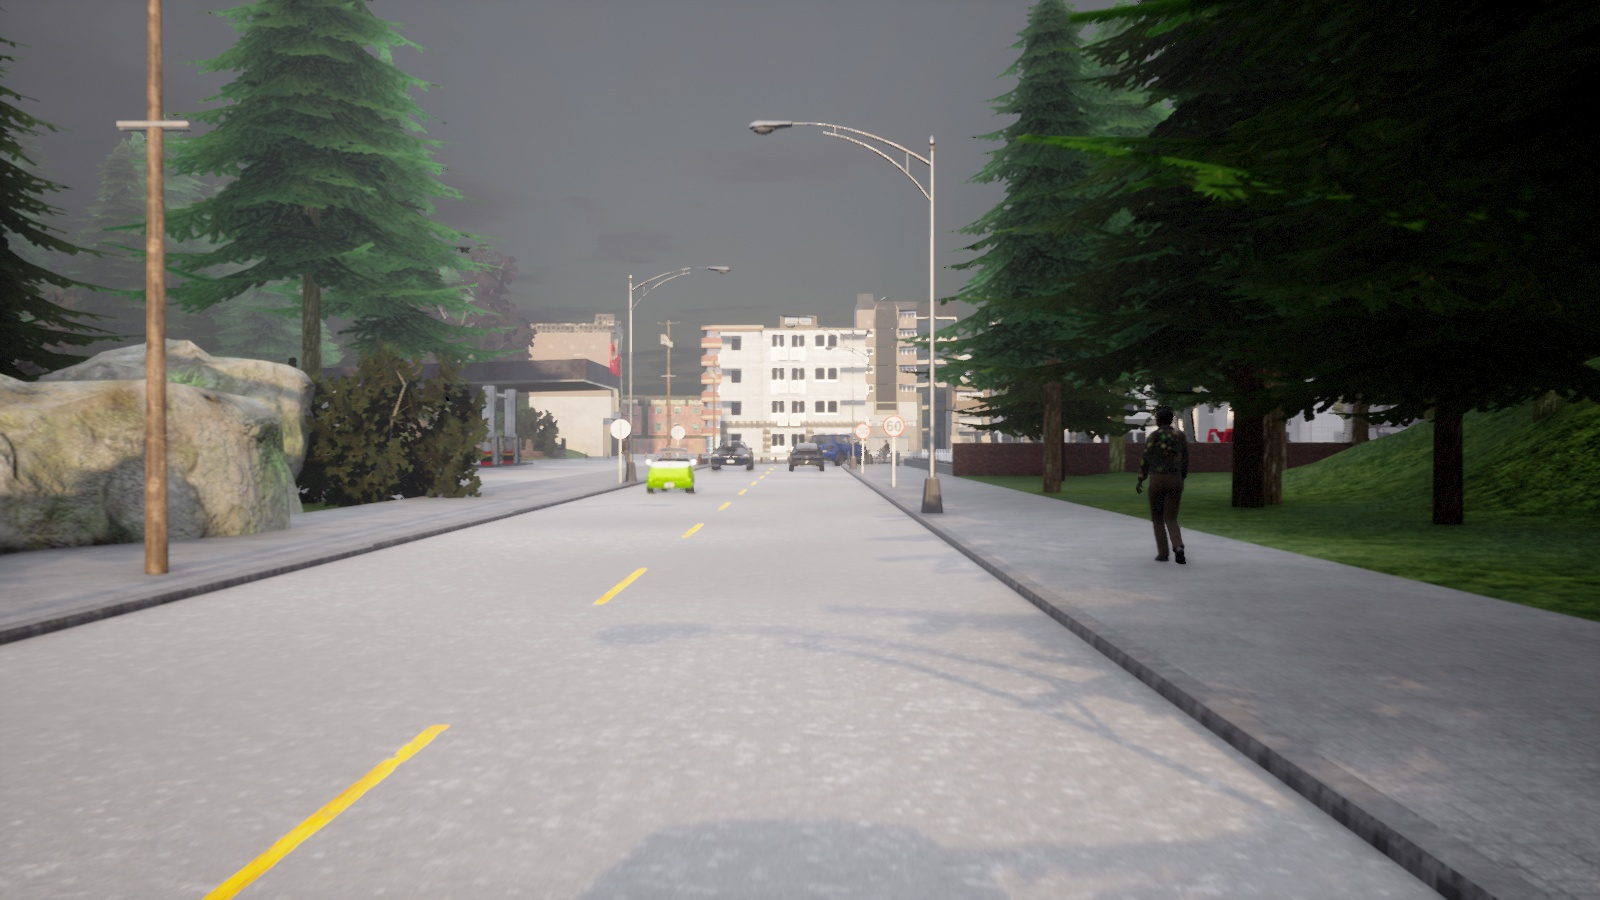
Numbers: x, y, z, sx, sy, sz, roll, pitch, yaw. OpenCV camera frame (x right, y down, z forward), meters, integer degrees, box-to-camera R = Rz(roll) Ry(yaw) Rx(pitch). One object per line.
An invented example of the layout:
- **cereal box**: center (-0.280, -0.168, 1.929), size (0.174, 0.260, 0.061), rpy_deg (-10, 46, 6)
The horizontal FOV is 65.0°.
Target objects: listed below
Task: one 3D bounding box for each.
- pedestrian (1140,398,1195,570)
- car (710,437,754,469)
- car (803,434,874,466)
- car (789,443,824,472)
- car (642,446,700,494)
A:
- **pedestrian**: center (4.227, 0.378, 14.478), size (0.395, 1.930, 0.692), rpy_deg (0, 0, -4)
- **car**: center (-3.657, 0.136, 68.437), size (2.152, 1.651, 5.027), rpy_deg (0, 0, 0)
- **car**: center (2.544, 0.006, 82.085), size (2.150, 2.045, 5.566), rpy_deg (0, 0, 31)
- **car**: center (0.355, 0.371, 67.509), size (1.837, 1.490, 4.892), rpy_deg (0, 0, 0)
- **car**: center (-3.778, 0.588, 37.117), size (1.481, 1.376, 2.207), rpy_deg (0, 0, 0)
